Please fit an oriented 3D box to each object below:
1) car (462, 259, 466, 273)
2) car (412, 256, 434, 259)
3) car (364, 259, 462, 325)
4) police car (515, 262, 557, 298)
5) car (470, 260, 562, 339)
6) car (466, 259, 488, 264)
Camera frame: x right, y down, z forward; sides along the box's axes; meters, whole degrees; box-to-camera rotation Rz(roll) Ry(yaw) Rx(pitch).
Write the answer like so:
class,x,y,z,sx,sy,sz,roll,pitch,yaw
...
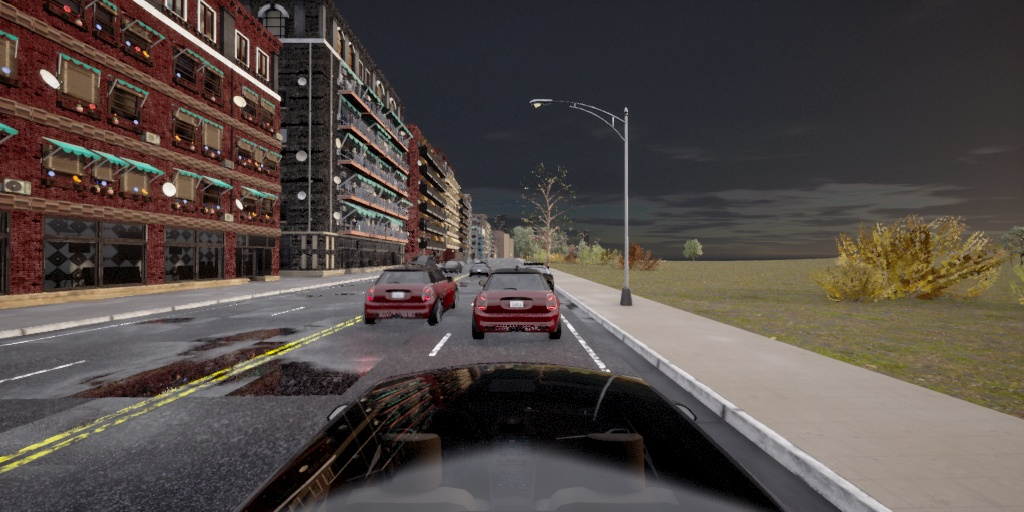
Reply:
class,x,y,z,sx,sy,sz,roll,pitch,yaw
car,-6.523,1.229,38.986,1.882,1.535,5.008,0,0,0
car,-9.773,0.973,38.901,2.150,2.045,5.566,0,0,0
car,-3.130,1.105,12.008,2.097,1.767,4.553,0,0,0
police car,1.174,1.177,19.689,1.930,1.638,5.238,0,0,0
car,0.113,1.103,10.194,2.097,1.767,4.553,0,0,0
car,-3.076,1.316,35.757,1.994,1.385,4.181,0,0,0
